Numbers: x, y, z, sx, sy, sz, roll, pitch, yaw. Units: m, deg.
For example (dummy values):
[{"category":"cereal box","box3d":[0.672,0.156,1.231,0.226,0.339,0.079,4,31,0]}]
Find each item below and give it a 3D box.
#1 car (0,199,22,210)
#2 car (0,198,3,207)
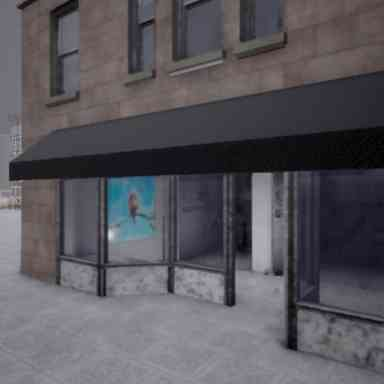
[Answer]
[{"category":"car","box3d":[-24.106,1.638,44.696,1.752,1.417,4.829,0,0,36]},{"category":"car","box3d":[-30.735,1.641,49.222,2.008,1.369,4.403,0,0,36]}]
